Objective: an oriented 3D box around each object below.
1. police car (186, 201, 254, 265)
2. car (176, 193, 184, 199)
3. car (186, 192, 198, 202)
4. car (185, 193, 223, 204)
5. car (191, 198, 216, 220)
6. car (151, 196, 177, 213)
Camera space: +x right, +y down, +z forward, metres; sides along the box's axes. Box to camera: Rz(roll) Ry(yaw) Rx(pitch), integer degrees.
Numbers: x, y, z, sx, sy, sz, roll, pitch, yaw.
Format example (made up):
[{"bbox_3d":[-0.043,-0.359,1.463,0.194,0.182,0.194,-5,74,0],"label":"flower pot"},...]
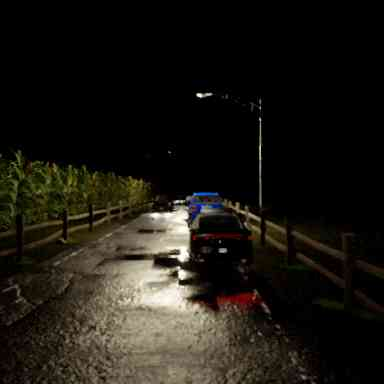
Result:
[{"bbox_3d":[0.830,1.345,11.494,1.930,1.638,5.238,0,0,0],"label":"police car"},{"bbox_3d":[-2.720,0.917,75.378,2.128,1.511,4.902,0,0,0],"label":"car"},{"bbox_3d":[0.026,0.970,63.341,2.097,1.767,4.553,0,0,0],"label":"car"},{"bbox_3d":[0.834,1.076,21.412,2.150,2.045,5.566,0,0,0],"label":"car"},{"bbox_3d":[0.836,1.288,27.383,1.882,1.535,5.008,0,0,0],"label":"car"},{"bbox_3d":[-2.832,1.336,32.918,1.994,1.385,4.181,0,0,0],"label":"car"}]
